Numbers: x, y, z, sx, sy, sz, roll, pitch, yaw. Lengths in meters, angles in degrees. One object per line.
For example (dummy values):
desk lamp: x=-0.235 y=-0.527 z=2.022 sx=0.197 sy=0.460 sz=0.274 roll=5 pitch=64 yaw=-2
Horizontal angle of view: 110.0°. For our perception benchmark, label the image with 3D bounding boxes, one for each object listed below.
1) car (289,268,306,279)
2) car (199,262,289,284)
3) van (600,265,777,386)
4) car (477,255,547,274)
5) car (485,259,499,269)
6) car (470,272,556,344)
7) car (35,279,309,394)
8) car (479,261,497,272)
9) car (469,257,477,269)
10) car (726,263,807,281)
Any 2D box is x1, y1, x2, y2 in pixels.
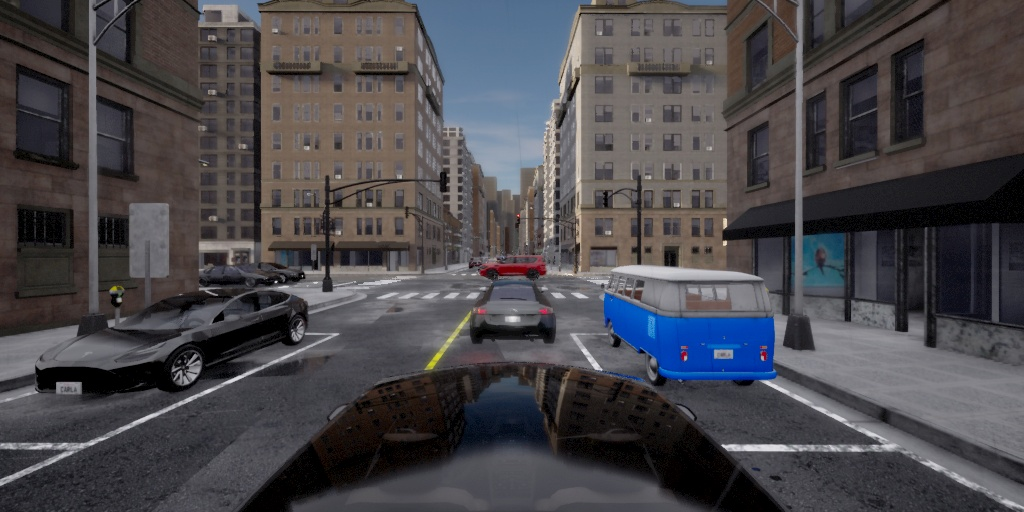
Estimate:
car: x=-17.864 y=1.230 z=26.396 sx=4.892 sy=1.490 sz=1.837 roll=0 pitch=0 yaw=0
car: x=-17.894 y=1.281 z=23.144 sx=5.357 sy=1.411 sz=2.033 roll=0 pitch=0 yaw=0
van: x=2.883 y=1.090 z=6.712 sx=1.690 sy=1.789 sz=3.998 roll=0 pitch=0 yaw=0
car: x=0.130 y=0.968 z=29.945 sx=5.566 sy=2.045 sz=2.150 roll=0 pitch=0 yaw=0
car: x=-3.104 y=1.213 z=56.261 sx=1.882 sy=1.535 sz=5.008 roll=0 pitch=0 yaw=0
car: x=0.044 y=1.313 z=9.636 sx=1.994 sy=1.385 sz=4.181 roll=0 pitch=0 yaw=1
car: x=-5.642 y=1.315 z=6.756 sx=1.948 sy=1.339 sz=4.313 roll=0 pitch=0 yaw=0
car: x=-3.036 y=1.305 z=45.866 sx=1.994 sy=1.385 sz=4.181 roll=0 pitch=0 yaw=-1
car: x=-5.687 y=1.050 z=56.891 sx=2.192 sy=1.841 sz=5.009 roll=0 pitch=0 yaw=0
car: x=21.208 y=1.285 z=30.060 sx=5.357 sy=1.411 sz=2.033 roll=0 pitch=0 yaw=0
